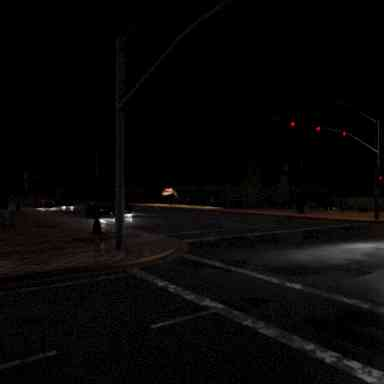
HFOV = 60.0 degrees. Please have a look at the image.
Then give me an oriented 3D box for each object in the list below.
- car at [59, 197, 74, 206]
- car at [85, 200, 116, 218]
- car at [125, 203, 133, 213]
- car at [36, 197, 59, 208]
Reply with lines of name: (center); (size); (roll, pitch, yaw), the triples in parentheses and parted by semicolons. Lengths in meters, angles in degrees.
car: (-20.859, 1.558, 54.044); (2.033, 1.411, 5.357); (0, 0, -35)
car: (-8.223, 1.534, 30.188); (1.812, 1.442, 4.674); (0, 0, -36)
car: (-8.291, 1.559, 36.275); (2.033, 1.411, 5.357); (0, 0, -36)
car: (-21.577, 1.486, 48.971); (1.882, 1.535, 5.008); (0, 0, -35)
